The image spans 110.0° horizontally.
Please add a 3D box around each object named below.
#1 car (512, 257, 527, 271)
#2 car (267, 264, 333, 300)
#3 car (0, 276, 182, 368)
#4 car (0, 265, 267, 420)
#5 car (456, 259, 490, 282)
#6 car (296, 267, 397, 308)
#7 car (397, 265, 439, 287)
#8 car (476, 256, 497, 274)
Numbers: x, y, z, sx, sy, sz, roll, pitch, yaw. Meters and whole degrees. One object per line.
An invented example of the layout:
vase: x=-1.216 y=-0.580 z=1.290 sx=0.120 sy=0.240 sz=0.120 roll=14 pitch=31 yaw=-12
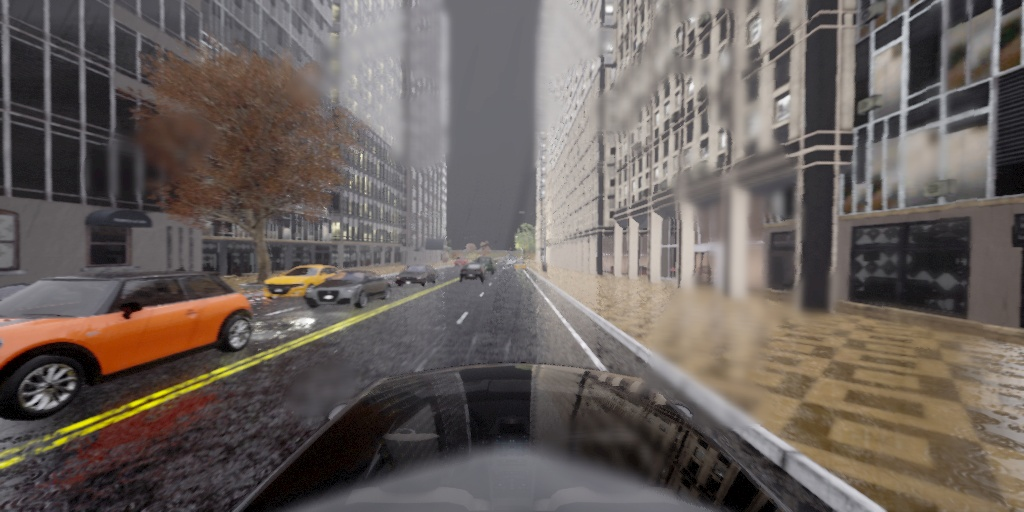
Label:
car: x=1.262 y=1.360 z=52.934 sx=1.801 sy=1.575 sz=5.366 roll=1 pitch=0 yaw=0
car: x=-9.803 y=1.182 z=17.550 sx=1.882 sy=1.535 sz=5.008 roll=1 pitch=0 yaw=0
car: x=-9.840 y=1.238 z=7.508 sx=1.994 sy=1.385 sz=4.181 roll=1 pitch=0 yaw=0
car: x=-6.590 y=1.051 z=5.735 sx=2.097 sy=1.767 sz=4.553 roll=1 pitch=0 yaw=0
car: x=-3.085 y=1.280 z=29.353 sx=1.882 sy=1.535 sz=5.008 roll=1 pitch=0 yaw=0
car: x=-6.561 y=1.291 z=14.830 sx=1.994 sy=1.385 sz=4.181 roll=1 pitch=0 yaw=1
car: x=-6.505 y=1.306 z=25.231 sx=2.033 sy=1.411 sz=5.357 roll=1 pitch=0 yaw=1
car: x=-3.052 y=1.063 z=42.463 sx=2.150 sy=2.045 sz=5.566 roll=1 pitch=0 yaw=0
